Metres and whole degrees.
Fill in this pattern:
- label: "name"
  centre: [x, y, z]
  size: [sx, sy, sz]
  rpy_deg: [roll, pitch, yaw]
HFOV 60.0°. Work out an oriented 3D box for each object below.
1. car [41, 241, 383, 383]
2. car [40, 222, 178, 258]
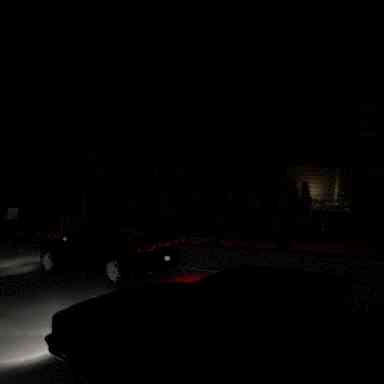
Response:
- label: "car"
  centre: [0.696, 1.569, 3.495]
  size: [5.357, 1.411, 2.033]
  rpy_deg: [-1, -1, 35]
- label: "car"
  centre: [-2.661, 1.682, 10.187]
  size: [5.008, 1.535, 1.882]
  rpy_deg: [-3, -2, 35]
